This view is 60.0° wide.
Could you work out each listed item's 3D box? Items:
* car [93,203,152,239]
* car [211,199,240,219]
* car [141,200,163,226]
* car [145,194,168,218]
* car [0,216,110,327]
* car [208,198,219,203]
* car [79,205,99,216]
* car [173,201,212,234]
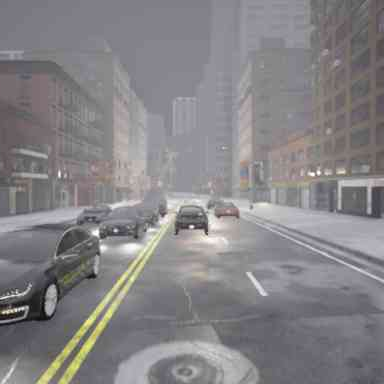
[{"bbox_3d":[-3.453,1.531,17.487,1.837,1.490,4.892,0,0,0],"label":"car"},{"bbox_3d":[3.067,1.592,29.807,1.994,1.385,4.181,0,0,0],"label":"car"},{"bbox_3d":[-3.405,1.573,23.775,1.837,1.490,4.892,0,0,0],"label":"car"},{"bbox_3d":[-3.475,1.262,31.402,2.150,2.045,5.566,0,0,0],"label":"car"},{"bbox_3d":[-3.390,1.518,7.350,1.837,1.490,4.892,0,0,0],"label":"car"},{"bbox_3d":[3.009,1.560,45.881,1.837,1.490,4.892,0,0,0],"label":"car"},{"bbox_3d":[-6.655,1.619,23.749,1.994,1.385,4.181,0,0,0],"label":"car"},{"bbox_3d":[-0.029,1.526,19.458,1.837,1.490,4.892,0,0,0],"label":"car"}]
